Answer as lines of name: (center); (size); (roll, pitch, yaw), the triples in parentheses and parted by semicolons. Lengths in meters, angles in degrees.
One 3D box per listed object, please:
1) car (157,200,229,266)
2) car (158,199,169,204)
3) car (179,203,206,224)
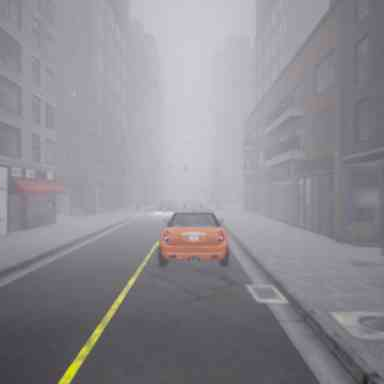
car: (0.065, 1.337, 11.613); (2.097, 1.767, 4.553); (0, 0, 0)
car: (-3.075, 1.561, 39.827); (1.895, 1.301, 4.718); (0, 0, 0)
car: (0.053, 1.572, 25.596); (1.895, 1.301, 4.718); (0, 0, 0)
